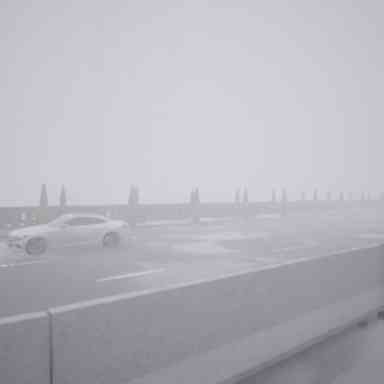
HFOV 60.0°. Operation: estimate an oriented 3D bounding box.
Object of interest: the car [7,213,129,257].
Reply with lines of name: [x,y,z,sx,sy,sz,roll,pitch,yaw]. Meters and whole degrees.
car: [-4.872,1.612,13.568,4.674,1.442,1.812,0,0,-38]
